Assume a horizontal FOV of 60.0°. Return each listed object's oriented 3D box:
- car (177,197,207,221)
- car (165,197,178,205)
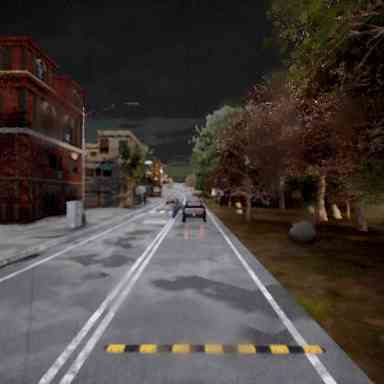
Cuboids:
[{"bbox_3d":[0.175,1.472,27.150,2.128,1.511,4.902,0,0,0],"label":"car"},{"bbox_3d":[-3.244,1.441,54.924,1.994,1.385,4.181,0,0,0],"label":"car"}]
